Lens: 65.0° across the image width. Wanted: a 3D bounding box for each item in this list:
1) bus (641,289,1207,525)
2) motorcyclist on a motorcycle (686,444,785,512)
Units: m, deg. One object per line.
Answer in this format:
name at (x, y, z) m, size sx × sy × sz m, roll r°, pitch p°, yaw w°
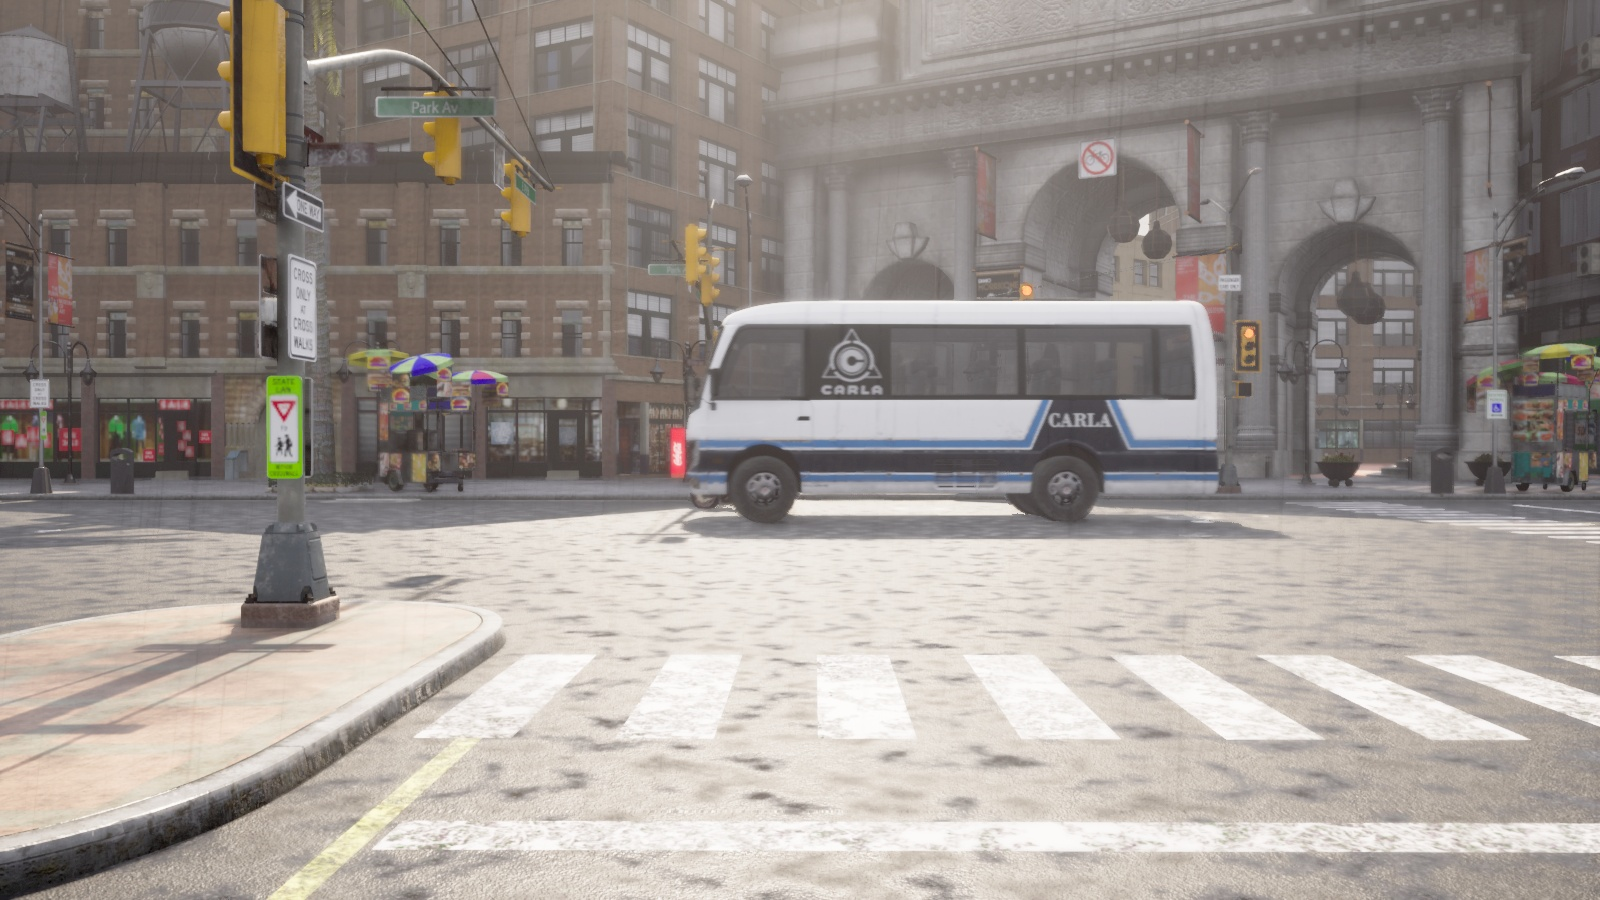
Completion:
bus at (2.229, -0.768, 24.744) m, size 10.273 × 4.253 × 3.944 m, roll 0°, pitch 0°, yaw -1°
motorcyclist on a motorcycle at (-1.451, 0.620, 28.435) m, size 2.191 × 1.530 × 0.866 m, roll 0°, pitch 0°, yaw 1°
